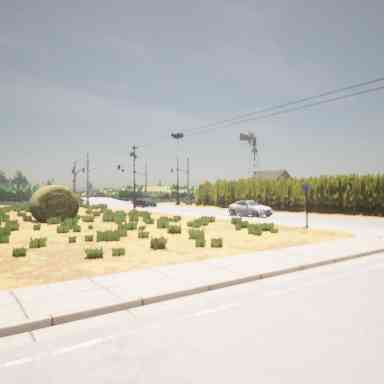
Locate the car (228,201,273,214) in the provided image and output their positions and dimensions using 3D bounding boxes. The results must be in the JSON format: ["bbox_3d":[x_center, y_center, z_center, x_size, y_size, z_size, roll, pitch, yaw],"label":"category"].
[{"bbox_3d":[5.247,1.519,30.340,1.812,1.442,4.674,0,0,-35],"label":"car"}]

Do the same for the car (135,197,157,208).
[{"bbox_3d":[-6.729,1.518,47.883,1.812,1.442,4.674,0,0,-34],"label":"car"}]
